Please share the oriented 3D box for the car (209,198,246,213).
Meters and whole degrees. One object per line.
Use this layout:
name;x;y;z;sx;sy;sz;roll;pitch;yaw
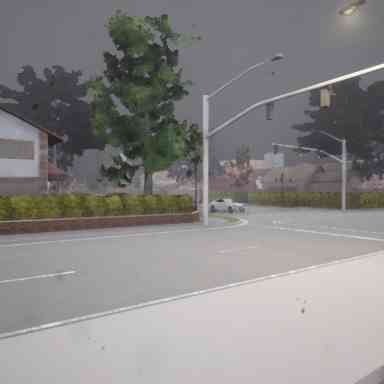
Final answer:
car;3.773;1.433;36.342;1.812;1.442;4.674;0;0;-36
